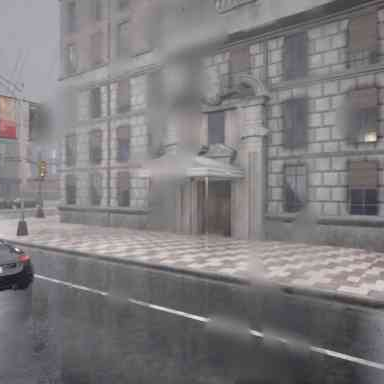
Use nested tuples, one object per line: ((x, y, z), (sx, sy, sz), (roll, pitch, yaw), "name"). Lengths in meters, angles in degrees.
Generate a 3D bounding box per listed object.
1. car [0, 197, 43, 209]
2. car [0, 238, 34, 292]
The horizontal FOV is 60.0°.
((-22.128, 1.478, 43.622), (1.882, 1.535, 5.008), (0, 0, 35), "car")
((-5.605, 1.564, 7.842), (4.181, 1.385, 1.994), (0, 0, 35), "car")
